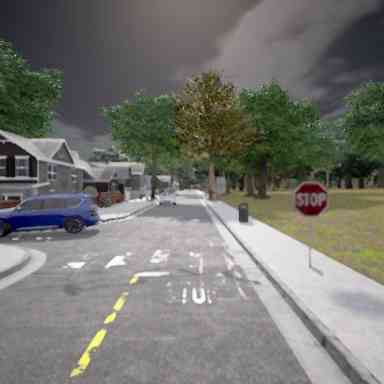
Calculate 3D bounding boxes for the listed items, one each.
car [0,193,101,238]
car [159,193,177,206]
[{"bbox_3d":[-7.525,1.173,16.836,5.566,2.045,2.150,-2,4,-15],"label":"car"},{"bbox_3d":[-2.796,0.851,39.073,1.812,1.442,4.674,0,1,0],"label":"car"}]
